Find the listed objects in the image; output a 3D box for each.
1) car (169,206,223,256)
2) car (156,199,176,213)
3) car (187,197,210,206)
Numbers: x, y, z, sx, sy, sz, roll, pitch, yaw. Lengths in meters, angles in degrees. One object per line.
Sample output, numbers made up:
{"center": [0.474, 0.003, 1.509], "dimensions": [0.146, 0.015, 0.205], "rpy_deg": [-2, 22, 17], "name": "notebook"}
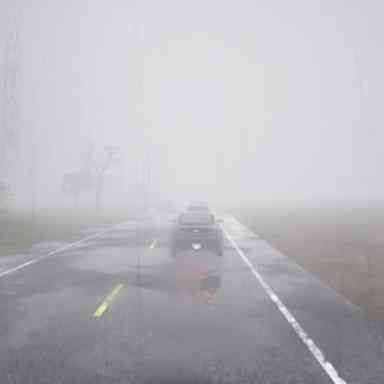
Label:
{"center": [0.182, 1.530, 13.260], "dimensions": [1.837, 1.490, 4.892], "rpy_deg": [0, 0, 1], "name": "car"}
{"center": [-2.849, 1.574, 37.231], "dimensions": [1.837, 1.490, 4.892], "rpy_deg": [0, -1, 2], "name": "car"}
{"center": [0.572, 1.533, 30.122], "dimensions": [1.882, 1.535, 5.008], "rpy_deg": [0, 0, 2], "name": "car"}
